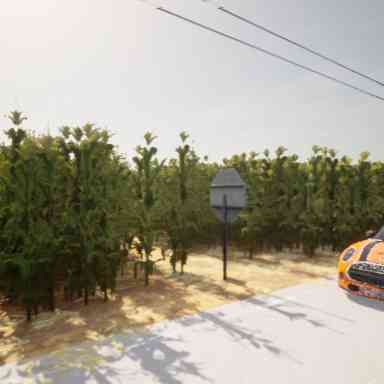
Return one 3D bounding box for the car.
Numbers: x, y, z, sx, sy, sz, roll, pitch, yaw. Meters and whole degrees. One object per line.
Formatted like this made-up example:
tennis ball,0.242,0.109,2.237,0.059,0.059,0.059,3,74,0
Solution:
car,5.340,1.339,7.649,4.553,1.767,2.097,0,0,-37
